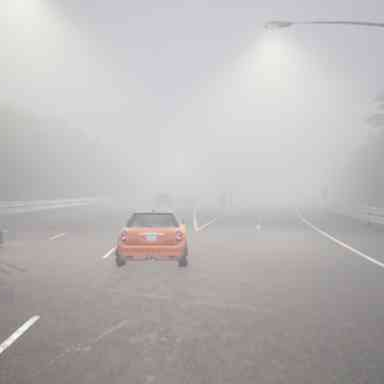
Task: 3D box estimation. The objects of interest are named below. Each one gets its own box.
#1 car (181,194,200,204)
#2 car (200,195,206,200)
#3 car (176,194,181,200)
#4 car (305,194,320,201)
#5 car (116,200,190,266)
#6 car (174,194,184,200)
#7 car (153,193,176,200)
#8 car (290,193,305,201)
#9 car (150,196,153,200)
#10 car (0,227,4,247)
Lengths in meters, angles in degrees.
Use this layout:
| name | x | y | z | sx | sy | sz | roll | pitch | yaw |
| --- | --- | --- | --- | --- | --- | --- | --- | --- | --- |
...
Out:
| name | x | y | z | sx | sy | sz | roll | pitch | yaw |
| --- | --- | --- | --- | --- | --- | --- | --- | --- | --- |
| car | -0.242 | 1.290 | 60.243 | 2.097 | 1.767 | 4.553 | 0 | 0 | 4 |
| car | 2.668 | 1.498 | 87.743 | 1.895 | 1.301 | 4.718 | 0 | 0 | 8 |
| car | -1.979 | 1.420 | 78.923 | 2.128 | 1.511 | 4.902 | 0 | 0 | 7 |
| car | 29.398 | 1.558 | 82.028 | 2.128 | 1.511 | 4.902 | 0 | 0 | 29 |
| car | -1.232 | 1.341 | 11.628 | 2.097 | 1.767 | 4.553 | 0 | 0 | -2 |
| car | -3.601 | 1.363 | 93.272 | 1.837 | 1.490 | 4.892 | 0 | 0 | 8 |
| car | -4.281 | 1.148 | 52.560 | 2.150 | 2.045 | 5.566 | 0 | 0 | 4 |
| car | 25.961 | 1.247 | 83.052 | 2.150 | 2.045 | 5.566 | 0 | 0 | 29 |
| car | -6.843 | 1.400 | 64.763 | 1.837 | 1.490 | 4.892 | 0 | 0 | 5 |
| car | -8.159 | 1.438 | 10.968 | 1.837 | 1.490 | 4.892 | 0 | 0 | -2 |
